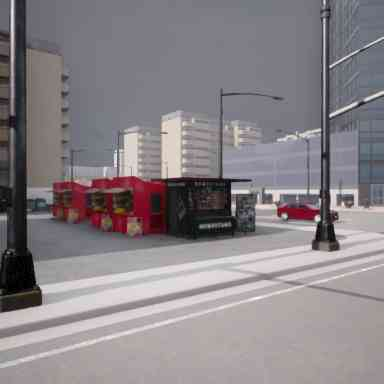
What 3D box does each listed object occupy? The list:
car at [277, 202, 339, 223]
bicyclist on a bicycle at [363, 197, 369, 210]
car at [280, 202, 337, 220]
[{"bbox_3d":[9.125,1.585,26.482,1.882,1.535,5.008,0,-1,-36],"label":"car"},{"bbox_3d":[22.211,1.466,42.457,1.656,1.620,0.582,0,0,-36],"label":"bicyclist on a bicycle"},{"bbox_3d":[10.555,1.659,30.444,1.812,1.442,4.674,0,-1,-36],"label":"car"}]
